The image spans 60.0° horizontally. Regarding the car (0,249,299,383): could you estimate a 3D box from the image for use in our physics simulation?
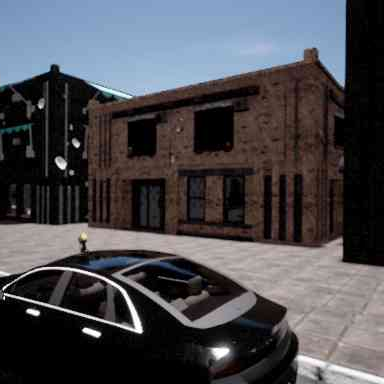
[{"bbox_3d":[-1.181,1.517,4.284,4.892,1.490,1.837,0,0,36],"label":"car"}]
